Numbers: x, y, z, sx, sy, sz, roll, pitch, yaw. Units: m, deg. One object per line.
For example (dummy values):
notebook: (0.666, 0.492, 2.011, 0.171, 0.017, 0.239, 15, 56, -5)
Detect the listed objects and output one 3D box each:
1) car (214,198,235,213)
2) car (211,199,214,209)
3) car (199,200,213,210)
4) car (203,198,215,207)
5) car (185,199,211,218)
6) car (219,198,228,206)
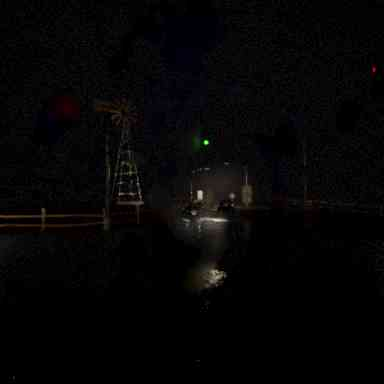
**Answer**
car: (4.137, 1.622, 40.936, 2.097, 1.767, 4.553, 0, -1, 5)
car: (1.352, 1.780, 42.167, 1.882, 1.535, 5.008, 0, -1, 6)
car: (2.303, 1.956, 52.072, 1.994, 1.385, 4.181, 0, -1, 5)
car: (3.230, 1.969, 62.159, 1.882, 1.535, 5.008, 0, -1, 5)
car: (0.406, 1.714, 32.409, 2.128, 1.511, 4.902, 0, 0, 5)
car: (6.744, 2.083, 70.329, 1.812, 1.442, 4.674, 0, -1, 5)
